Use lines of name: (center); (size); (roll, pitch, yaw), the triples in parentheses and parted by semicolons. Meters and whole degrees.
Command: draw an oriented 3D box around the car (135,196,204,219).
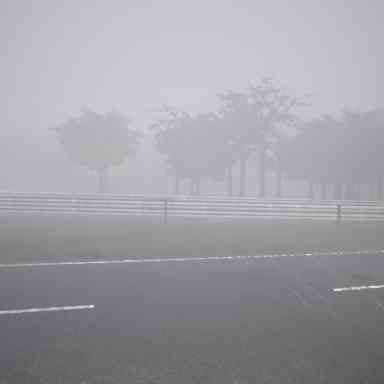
car: (-1.574, 1.069, 23.512); (4.892, 1.490, 1.837); (1, 2, 3)
